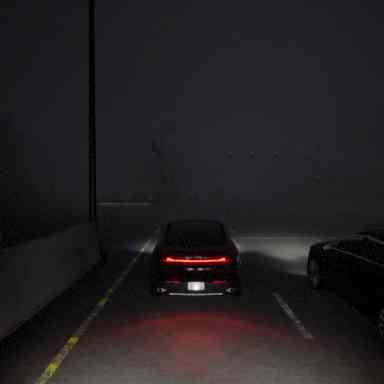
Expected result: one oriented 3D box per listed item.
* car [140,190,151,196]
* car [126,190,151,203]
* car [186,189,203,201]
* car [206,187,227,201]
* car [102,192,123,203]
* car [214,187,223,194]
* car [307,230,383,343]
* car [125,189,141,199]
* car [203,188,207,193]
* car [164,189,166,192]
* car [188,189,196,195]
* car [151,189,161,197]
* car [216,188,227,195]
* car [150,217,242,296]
[{"bbox_3d":[-10.486,0.157,75.150,1.895,1.301,4.718,0,1,0],"label":"car"},{"bbox_3d":[-7.084,0.638,44.810,1.882,1.535,5.008,0,1,0],"label":"car"},{"bbox_3d":[0.110,0.557,49.611,2.128,1.511,4.902,0,1,0],"label":"car"},{"bbox_3d":[3.609,0.423,49.346,2.097,1.767,4.553,0,1,0],"label":"car"},{"bbox_3d":[-10.586,0.710,44.701,2.033,1.411,5.357,0,1,0],"label":"car"},{"bbox_3d":[7.017,-0.452,88.238,2.097,1.767,4.553,0,1,0],"label":"car"},{"bbox_3d":[3.567,1.413,5.814,2.128,1.511,4.902,0,1,0],"label":"car"},{"bbox_3d":[-10.557,0.340,59.919,1.882,1.535,5.008,0,1,0],"label":"car"},{"bbox_3d":[3.518,-0.247,90.818,1.837,1.490,4.892,0,1,1],"label":"car"},{"bbox_3d":[-6.985,0.034,77.235,1.812,1.442,4.674,0,1,0],"label":"car"},{"bbox_3d":[0.016,-0.091,84.939,2.033,1.411,5.357,0,1,0],"label":"car"},{"bbox_3d":[-7.039,0.362,63.219,1.994,1.385,4.181,0,1,0],"label":"car"},{"bbox_3d":[7.015,-0.163,79.072,2.097,1.767,4.553,0,1,0],"label":"car"},{"bbox_3d":[0.077,1.379,8.325,1.837,1.490,4.892,0,1,0],"label":"car"}]
